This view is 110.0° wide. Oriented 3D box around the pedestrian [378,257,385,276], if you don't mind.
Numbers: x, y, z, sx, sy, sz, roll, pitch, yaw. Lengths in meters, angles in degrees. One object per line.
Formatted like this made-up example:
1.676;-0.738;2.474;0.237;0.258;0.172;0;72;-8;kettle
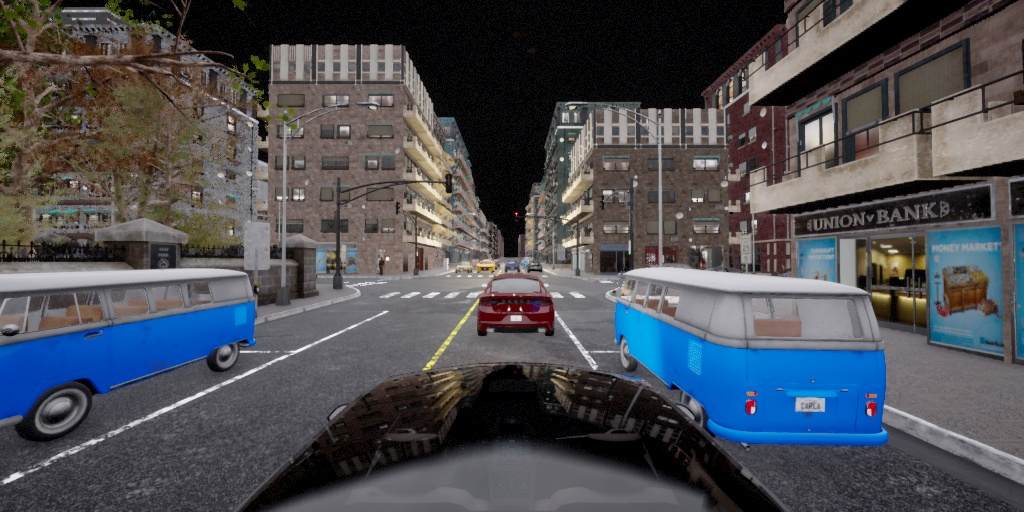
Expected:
-12.547;0.969;34.440;0.375;1.860;0.375;0;-1;1;pedestrian

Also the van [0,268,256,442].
-5.657;1.092;5.054;1.690;1.789;3.998;0;0;0;van

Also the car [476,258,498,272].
-3.112;1.244;43.692;1.882;1.535;5.008;0;0;0;car

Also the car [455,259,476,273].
-5.699;1.291;42.829;1.751;1.417;4.829;0;0;0;car

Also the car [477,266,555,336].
0.096;1.230;10.416;1.882;1.535;5.008;0;0;0;car

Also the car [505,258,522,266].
0.060;1.293;46.766;1.812;1.442;4.674;0;0;0;car

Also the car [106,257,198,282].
-25.837;0.949;25.856;4.553;1.767;2.097;0;-1;1;car

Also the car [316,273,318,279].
-16.611;1.139;25.745;4.902;1.511;2.128;0;-1;1;car

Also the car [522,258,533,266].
2.679;1.318;48.644;2.007;1.370;4.403;0;0;0;car

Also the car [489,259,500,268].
-3.077;1.301;63.792;1.812;1.442;4.674;0;0;0;car

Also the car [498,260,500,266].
-3.109;1.318;53.653;2.033;1.411;5.357;0;0;0;car

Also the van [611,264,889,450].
2.658;1.092;5.055;1.690;1.789;3.998;0;0;0;van

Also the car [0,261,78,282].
-35.364;1.094;25.971;5.357;1.411;2.033;0;-1;1;car

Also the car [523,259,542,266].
2.681;1.331;43.001;1.948;1.339;4.313;0;0;0;car
